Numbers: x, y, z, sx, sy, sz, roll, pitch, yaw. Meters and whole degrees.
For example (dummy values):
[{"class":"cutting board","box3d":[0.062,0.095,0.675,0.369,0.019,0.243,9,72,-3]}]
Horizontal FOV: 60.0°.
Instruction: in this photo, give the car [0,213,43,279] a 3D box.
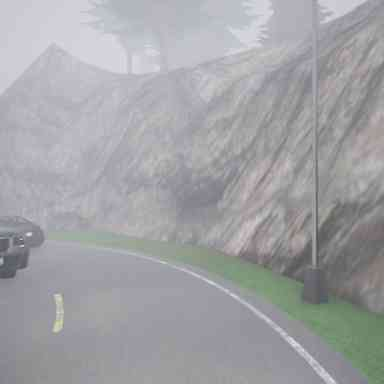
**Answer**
[{"class":"car","box3d":[-6.798,1.215,8.693,5.566,2.045,2.150,0,-1,27]}]

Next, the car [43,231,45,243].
[{"class":"car","box3d":[-7.975,1.554,13.229,4.181,1.385,1.994,0,0,22]}]
